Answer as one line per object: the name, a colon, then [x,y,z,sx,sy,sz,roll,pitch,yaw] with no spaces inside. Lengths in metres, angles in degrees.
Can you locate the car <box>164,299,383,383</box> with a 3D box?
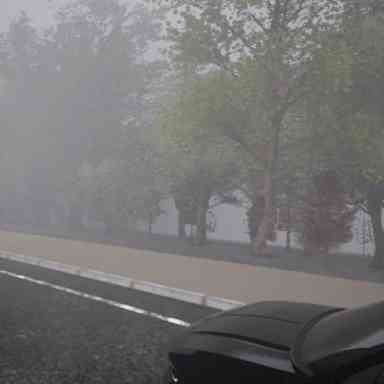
car: [2.030,1.478,2.238,5.008,1.535,1.882,0,0,36]
